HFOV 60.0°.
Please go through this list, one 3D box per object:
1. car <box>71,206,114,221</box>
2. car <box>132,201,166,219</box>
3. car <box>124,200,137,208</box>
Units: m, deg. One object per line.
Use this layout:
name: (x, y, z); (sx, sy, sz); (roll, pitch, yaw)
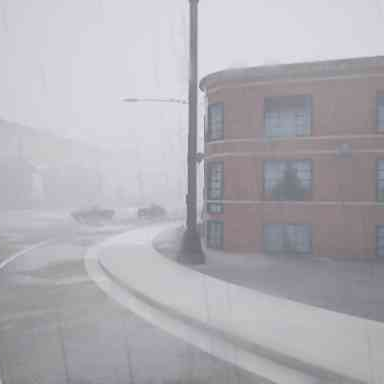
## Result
car: (-9.195, 1.987, 31.352); (1.895, 1.301, 4.718); (0, -1, 16)
car: (-4.308, 2.023, 35.539); (1.812, 1.442, 4.674); (0, -1, 16)
car: (-11.160, 2.195, 62.589); (1.994, 1.385, 4.181); (0, -1, 16)
